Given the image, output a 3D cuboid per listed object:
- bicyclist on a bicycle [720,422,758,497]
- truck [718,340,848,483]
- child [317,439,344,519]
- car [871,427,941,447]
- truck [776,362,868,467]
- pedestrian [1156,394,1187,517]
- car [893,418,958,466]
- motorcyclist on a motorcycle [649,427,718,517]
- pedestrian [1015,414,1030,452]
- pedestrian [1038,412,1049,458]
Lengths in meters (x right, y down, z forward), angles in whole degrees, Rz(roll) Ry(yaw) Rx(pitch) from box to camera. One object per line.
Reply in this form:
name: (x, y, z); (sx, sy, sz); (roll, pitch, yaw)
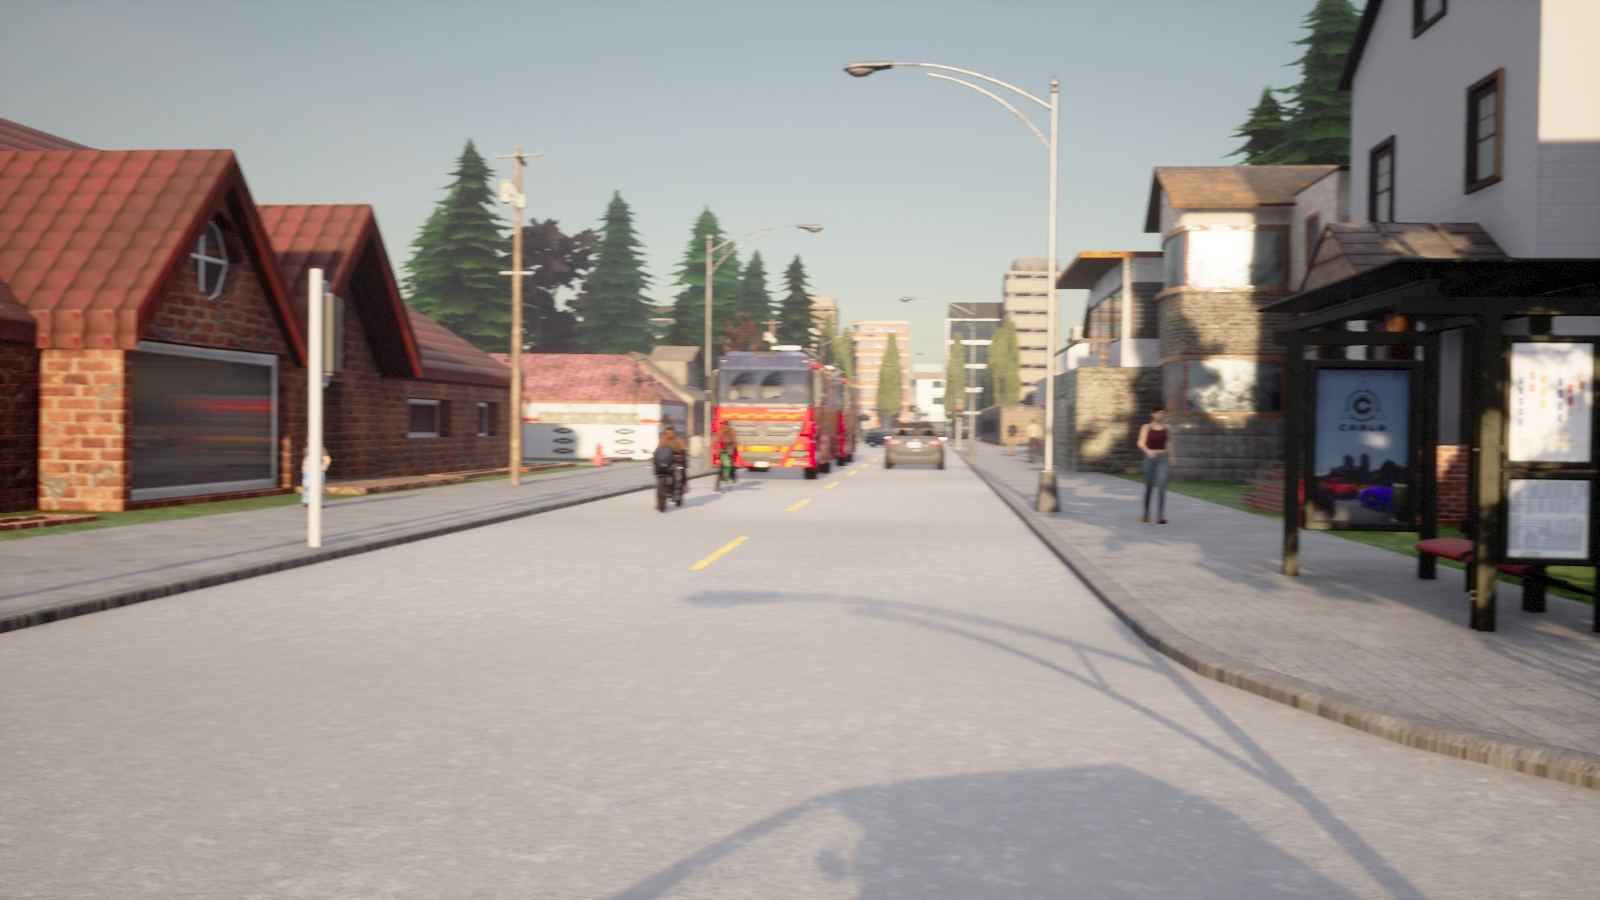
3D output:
bicyclist on a bicycle: (-1.362, 0.196, 28.287); (0.582, 1.620, 1.656); (0, 1, 6)
truck: (-0.291, -1.127, 38.075); (2.891, 3.827, 8.468); (0, 1, 6)
child: (-7.515, 0.453, 20.096); (0.270, 1.263, 0.437); (-1, 1, -4)
car: (7.443, -0.934, 88.166); (4.718, 1.301, 1.895); (-1, 1, -34)
truck: (1.036, -1.379, 50.086); (2.891, 3.827, 8.468); (0, 1, 6)
pedestrian: (5.599, 0.076, 18.945); (0.345, 1.836, 0.594); (0, 1, 7)
car: (4.645, -0.327, 46.254); (2.242, 1.667, 4.611); (0, 1, 6)
motorcyclist on a motorcycle: (-2.035, 0.354, 22.193); (0.797, 1.523, 2.044); (0, 1, 7)
pedestrian: (10.904, -0.824, 61.532); (0.540, 1.848, 0.694); (0, 1, 29)
pedestrian: (9.740, -0.588, 50.250); (0.345, 1.836, 0.594); (0, 1, 6)
